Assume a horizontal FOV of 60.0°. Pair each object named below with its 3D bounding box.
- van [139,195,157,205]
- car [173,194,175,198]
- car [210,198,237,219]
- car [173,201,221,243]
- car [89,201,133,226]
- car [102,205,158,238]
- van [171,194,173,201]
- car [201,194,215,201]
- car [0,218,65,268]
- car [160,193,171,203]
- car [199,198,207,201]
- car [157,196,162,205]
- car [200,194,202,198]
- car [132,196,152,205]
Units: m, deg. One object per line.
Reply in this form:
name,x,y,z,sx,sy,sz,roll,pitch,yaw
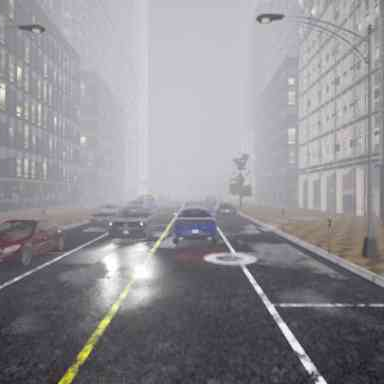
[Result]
van,-5.574,1.237,39.640,1.690,1.788,3.998,0,0,0
car,-5.477,1.359,73.794,1.947,1.339,4.313,0,0,0
car,2.772,1.496,28.219,1.947,1.339,4.313,0,0,0
car,0.143,1.439,15.908,1.882,1.535,5.008,0,0,0
car,-5.625,1.492,22.564,2.008,1.369,4.403,0,0,0
car,-3.045,1.556,17.559,1.895,1.301,4.718,0,0,0
van,-5.492,1.152,68.101,1.690,1.788,3.998,0,0,0
car,2.839,1.307,50.986,1.967,1.590,4.097,0,0,0
car,-5.657,1.552,11.178,1.802,1.307,4.206,0,0,0
car,-5.509,1.268,62.408,1.967,1.590,4.097,0,0,0
car,0.193,1.517,33.232,1.895,1.301,4.718,0,0,0
car,-5.559,1.461,45.333,1.802,1.307,4.206,0,0,0
car,2.871,1.414,62.370,1.802,1.307,4.206,0,0,0
car,-5.592,1.456,33.948,1.887,1.381,4.507,0,0,0
